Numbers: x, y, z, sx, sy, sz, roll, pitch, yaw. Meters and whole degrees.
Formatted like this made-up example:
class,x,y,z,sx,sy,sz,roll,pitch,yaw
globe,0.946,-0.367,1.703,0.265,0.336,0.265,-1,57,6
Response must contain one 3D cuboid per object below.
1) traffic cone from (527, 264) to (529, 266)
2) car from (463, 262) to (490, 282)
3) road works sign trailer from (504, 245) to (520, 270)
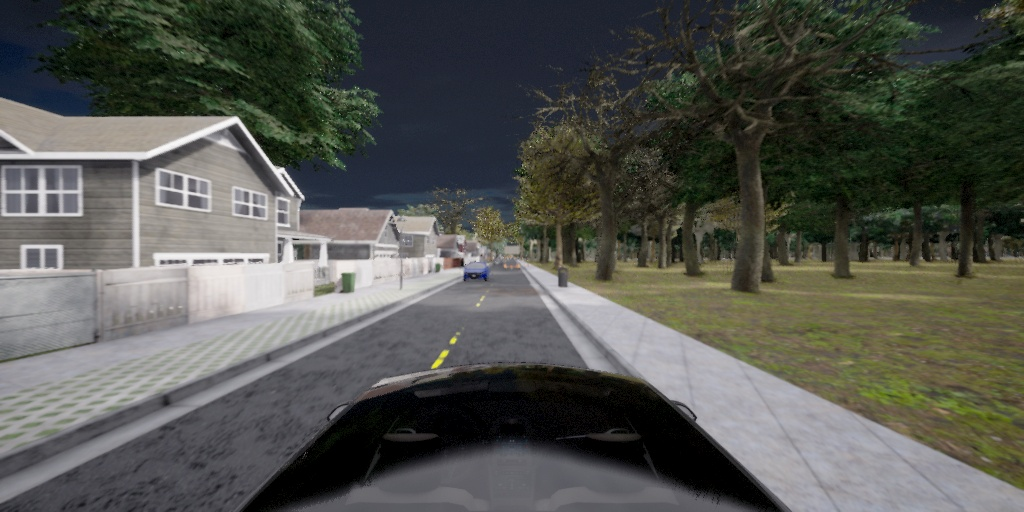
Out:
class,x,y,z,sx,sy,sz,roll,pitch,yaw
traffic cone,2.807,1.368,62.813,0.340,0.580,0.340,0,0,2
car,-2.845,1.213,29.327,1.882,1.535,5.008,0,0,0
road works sign trailer,0.000,0.198,51.571,2.380,3.560,2.880,0,0,0
